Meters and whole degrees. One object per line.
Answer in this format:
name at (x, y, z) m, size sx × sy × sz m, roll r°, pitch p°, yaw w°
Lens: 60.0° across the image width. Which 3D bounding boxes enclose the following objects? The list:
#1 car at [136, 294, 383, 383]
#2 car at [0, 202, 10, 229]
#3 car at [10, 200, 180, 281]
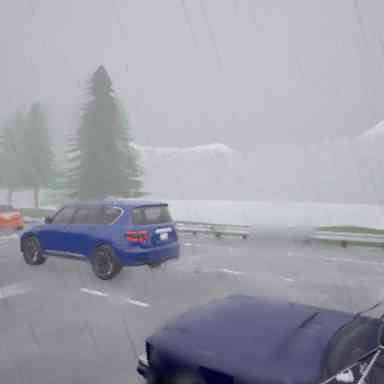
car at (1.780, 1.599, 2.723) m, size 4.718 × 1.301 × 1.895 m, roll 0°, pitch 0°, yaw 35°
car at (-12.355, 1.497, 20.002) m, size 4.553 × 1.767 × 2.097 m, roll -1°, pitch 0°, yaw 29°
car at (-2.972, 1.276, 10.283) m, size 5.566 × 2.045 × 2.150 m, roll 0°, pitch 0°, yaw 34°
